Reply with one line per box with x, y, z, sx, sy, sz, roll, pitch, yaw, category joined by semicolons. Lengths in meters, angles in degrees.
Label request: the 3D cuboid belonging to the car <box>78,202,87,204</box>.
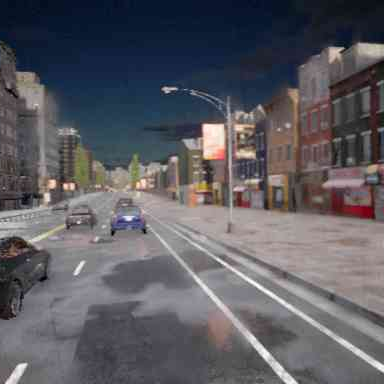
-17.617;2.311;53.631;2.033;1.411;5.357;-1;0;-12;car

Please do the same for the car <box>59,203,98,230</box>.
-8.138;1.892;24.835;2.128;1.511;4.902;-1;-1;-12;car

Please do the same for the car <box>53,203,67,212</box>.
-20.796;2.404;52.961;1.994;1.385;4.181;-1;0;-12;car

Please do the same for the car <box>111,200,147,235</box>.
-4.060;1.606;21.160;2.097;1.767;4.553;-1;-1;-12;car

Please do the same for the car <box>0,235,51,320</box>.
-4.460;1.683;7.339;1.812;1.442;4.674;-1;0;-12;car

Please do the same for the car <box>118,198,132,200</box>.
-8.355;1.765;41.611;2.150;2.045;5.566;-1;0;-12;car
